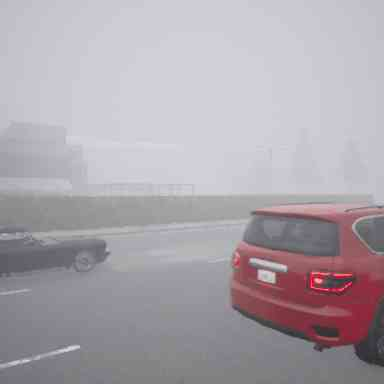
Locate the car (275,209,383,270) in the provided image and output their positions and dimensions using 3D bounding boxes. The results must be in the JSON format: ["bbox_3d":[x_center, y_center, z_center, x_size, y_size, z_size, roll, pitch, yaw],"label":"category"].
[{"bbox_3d":[5.449,1.491,11.921,4.902,1.511,2.128,0,0,-35],"label":"car"}]

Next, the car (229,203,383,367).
[{"bbox_3d":[3.178,1.221,6.007,5.566,2.045,2.150,0,0,-35],"label":"car"}]

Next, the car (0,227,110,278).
[{"bbox_3d":[-4.712,1.601,8.983,4.718,1.301,1.895,0,0,-35],"label":"car"}]
